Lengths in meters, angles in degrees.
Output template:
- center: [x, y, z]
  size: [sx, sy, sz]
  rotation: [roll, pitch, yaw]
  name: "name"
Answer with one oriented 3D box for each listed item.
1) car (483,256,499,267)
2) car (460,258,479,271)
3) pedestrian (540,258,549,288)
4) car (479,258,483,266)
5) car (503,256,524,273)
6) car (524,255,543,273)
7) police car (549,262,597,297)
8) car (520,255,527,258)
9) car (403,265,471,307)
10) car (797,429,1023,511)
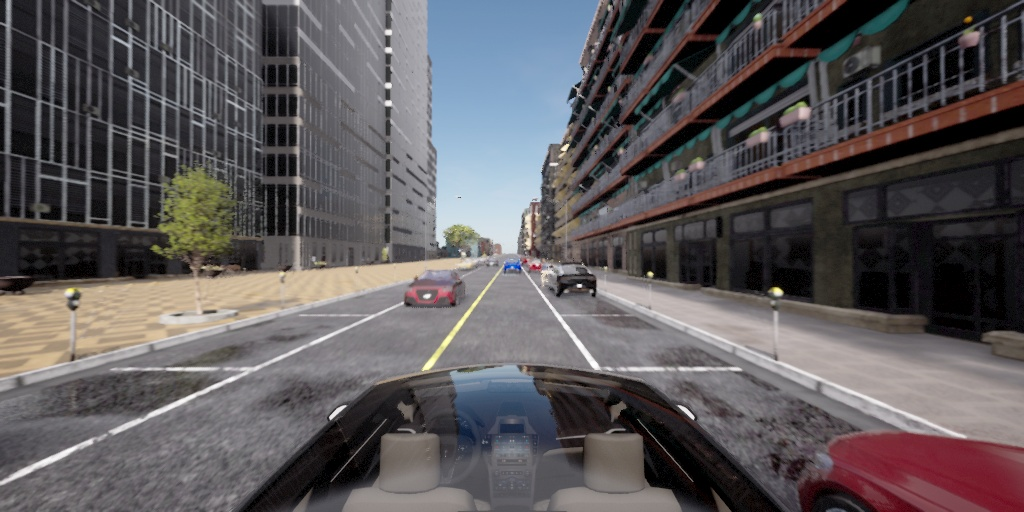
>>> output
- center: [-3.037, 0.984, 56.396]
  size: [2.128, 1.511, 4.902]
  rotation: [0, 0, 1]
  name: "car"
- center: [-5.684, 1.074, 45.551]
  size: [1.751, 1.417, 4.829]
  rotation: [0, 0, 0]
  name: "car"
- center: [1.931, 0.958, 21.500]
  size: [0.375, 1.860, 0.375]
  rotation: [1, 0, -3]
  name: "pedestrian"
- center: [-5.683, 1.070, 51.368]
  size: [2.007, 1.370, 4.403]
  rotation: [0, 0, 0]
  name: "car"
- center: [0.066, 1.056, 39.657]
  size: [1.882, 1.535, 5.008]
  rotation: [0, -1, 0]
  name: "car"
- center: [2.696, 1.016, 40.103]
  size: [1.967, 1.591, 4.097]
  rotation: [0, 0, 0]
  name: "car"
- center: [3.002, 1.104, 18.538]
  size: [1.930, 1.638, 5.238]
  rotation: [0, 0, 0]
  name: "police car"
- center: [2.700, 0.772, 62.688]
  size: [2.192, 1.841, 5.009]
  rotation: [0, 0, 0]
  name: "car"
- center: [-3.096, 1.258, 15.076]
  size: [1.994, 1.385, 4.181]
  rotation: [0, 0, 0]
  name: "car"
- center: [2.691, 1.336, 0.576]
  size: [1.802, 1.307, 4.207]
  rotation: [0, 0, 0]
  name: "car"
